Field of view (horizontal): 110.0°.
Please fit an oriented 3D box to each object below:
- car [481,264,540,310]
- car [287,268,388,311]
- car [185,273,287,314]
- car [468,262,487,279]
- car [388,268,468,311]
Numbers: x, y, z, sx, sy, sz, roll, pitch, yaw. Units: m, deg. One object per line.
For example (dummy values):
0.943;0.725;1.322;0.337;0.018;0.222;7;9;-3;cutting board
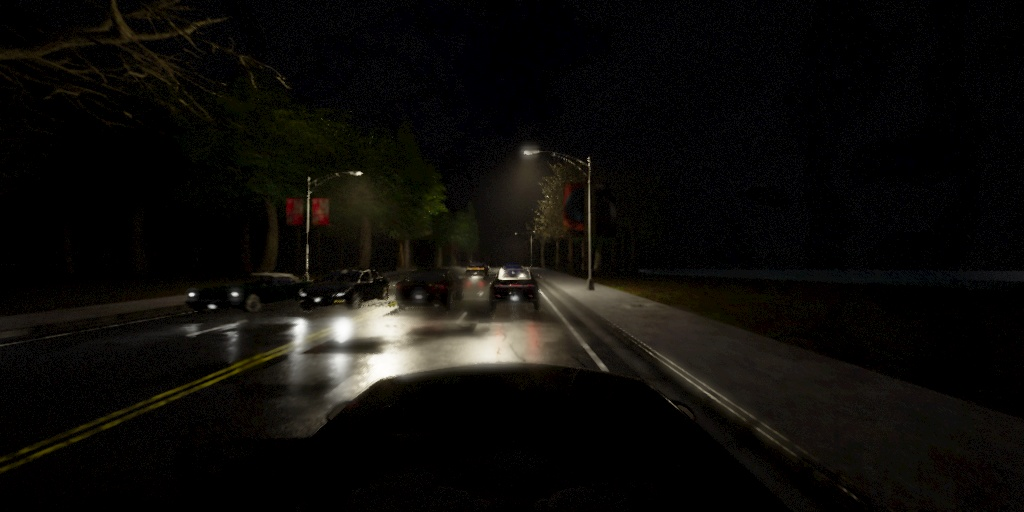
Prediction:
0.107;1.242;14.663;2.128;1.511;4.902;0;0;0;car
-6.519;1.257;14.482;1.837;1.490;4.892;0;-1;0;car
-9.773;1.350;13.907;1.895;1.301;4.718;0;0;1;car
-3.135;1.319;33.419;2.128;1.511;4.902;0;0;0;car
-3.144;1.227;14.568;1.882;1.535;5.008;0;0;0;car
